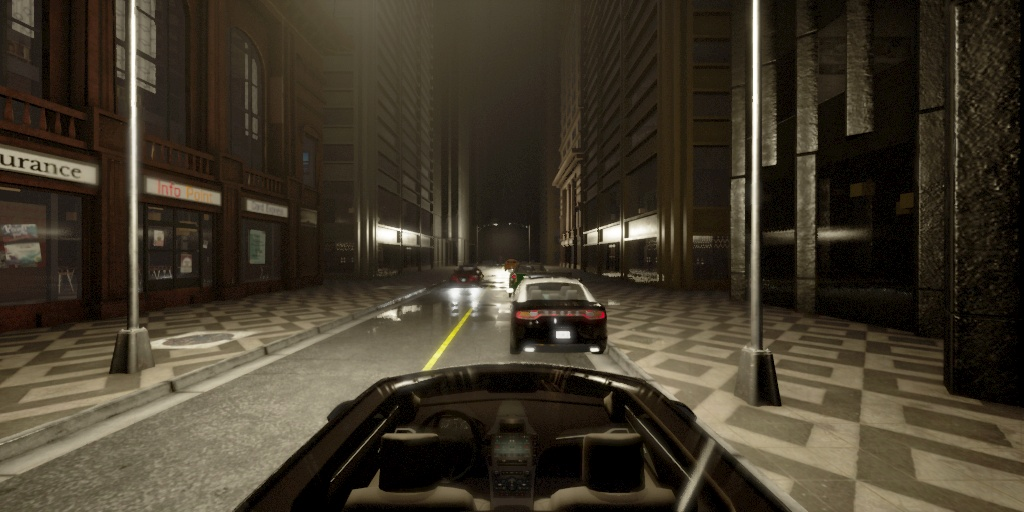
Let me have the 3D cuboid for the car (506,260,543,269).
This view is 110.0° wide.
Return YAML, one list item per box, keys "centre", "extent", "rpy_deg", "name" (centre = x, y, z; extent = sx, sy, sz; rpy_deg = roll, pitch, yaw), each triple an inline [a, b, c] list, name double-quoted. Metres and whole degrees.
- centre: [0.878, 1.109, 18.728]
  extent: [2.097, 1.767, 4.553]
  rpy_deg: [0, 0, 0]
  name: "car"

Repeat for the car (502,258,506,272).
- centre: [-0.019, 1.277, 48.196]
  extent: [1.882, 1.535, 5.008]
  rpy_deg: [0, 0, 0]
  name: "car"

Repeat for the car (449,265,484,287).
- centre: [-3.030, 1.328, 24.435]
  extent: [1.994, 1.385, 4.181]
  rpy_deg: [0, 0, 0]
  name: "car"

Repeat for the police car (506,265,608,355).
- centre: [0.891, 1.177, 8.867]
  extent: [1.930, 1.638, 5.238]
  rpy_deg: [0, 0, 0]
  name: "police car"
